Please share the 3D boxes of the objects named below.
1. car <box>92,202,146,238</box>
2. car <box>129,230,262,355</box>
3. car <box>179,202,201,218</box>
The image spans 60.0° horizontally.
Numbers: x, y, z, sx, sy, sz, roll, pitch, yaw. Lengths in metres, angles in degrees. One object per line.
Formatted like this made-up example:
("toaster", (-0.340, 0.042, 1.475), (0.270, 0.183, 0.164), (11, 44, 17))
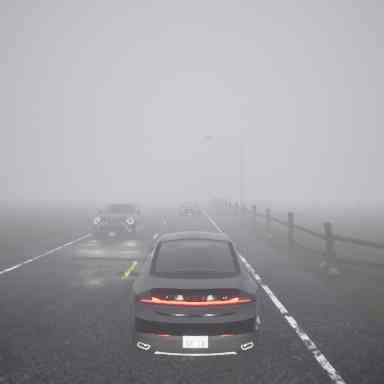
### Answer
("car", (-3.720, 1.349, 17.595), (2.097, 1.767, 4.553), (0, 0, -1))
("car", (0.049, 1.505, 6.312), (1.837, 1.490, 4.892), (0, 0, 0))
("car", (-0.209, 1.590, 30.292), (1.895, 1.301, 4.718), (0, 0, -1))
